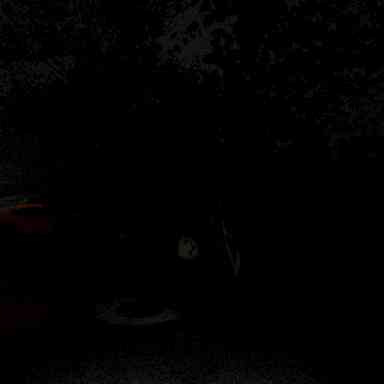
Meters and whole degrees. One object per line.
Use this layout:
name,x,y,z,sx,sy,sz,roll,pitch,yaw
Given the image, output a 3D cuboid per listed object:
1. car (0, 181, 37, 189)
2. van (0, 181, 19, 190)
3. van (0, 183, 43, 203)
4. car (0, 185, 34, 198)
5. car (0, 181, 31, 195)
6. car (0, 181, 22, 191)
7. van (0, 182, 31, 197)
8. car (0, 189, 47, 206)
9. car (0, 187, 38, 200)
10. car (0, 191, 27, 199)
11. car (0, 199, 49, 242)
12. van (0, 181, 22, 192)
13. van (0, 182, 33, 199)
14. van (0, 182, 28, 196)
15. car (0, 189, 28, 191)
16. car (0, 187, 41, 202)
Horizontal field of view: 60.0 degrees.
car,-15.237,0.335,29.511,5.566,2.045,2.435,1,2,-30
van,-40.388,-1.423,72.667,4.442,1.987,1.878,1,1,-30
van,-18.019,0.122,34.440,4.442,1.987,1.878,1,2,-30
car,-23.648,-0.065,43.833,5.008,1.535,2.097,1,1,-30
car,-27.864,-0.599,50.978,5.566,2.045,2.435,1,1,-30
car,-39.114,-1.357,70.203,5.566,2.045,2.435,1,1,-30
van,-24.943,-0.383,46.274,4.442,1.987,1.878,1,1,-30
car,-16.693,0.496,31.878,4.792,1.488,2.163,1,2,-30
car,-20.834,0.162,39.069,4.792,1.488,2.163,1,2,-30
car,-8.315,1.046,17.679,4.553,1.767,2.185,1,2,-30
car,-6.952,1.289,15.275,5.008,1.535,2.097,1,2,-30
van,-34.795,-1.046,63.109,4.442,1.987,1.878,1,1,-30
van,-22.333,-0.195,41.368,4.442,1.987,1.878,1,2,-31
van,-26.543,-0.481,48.545,4.442,1.987,1.878,1,1,-30
car,-12.636,0.816,24.633,5.366,1.575,1.946,1,2,-30
car,-19.502,0.264,36.793,4.792,1.488,2.163,1,2,-30
